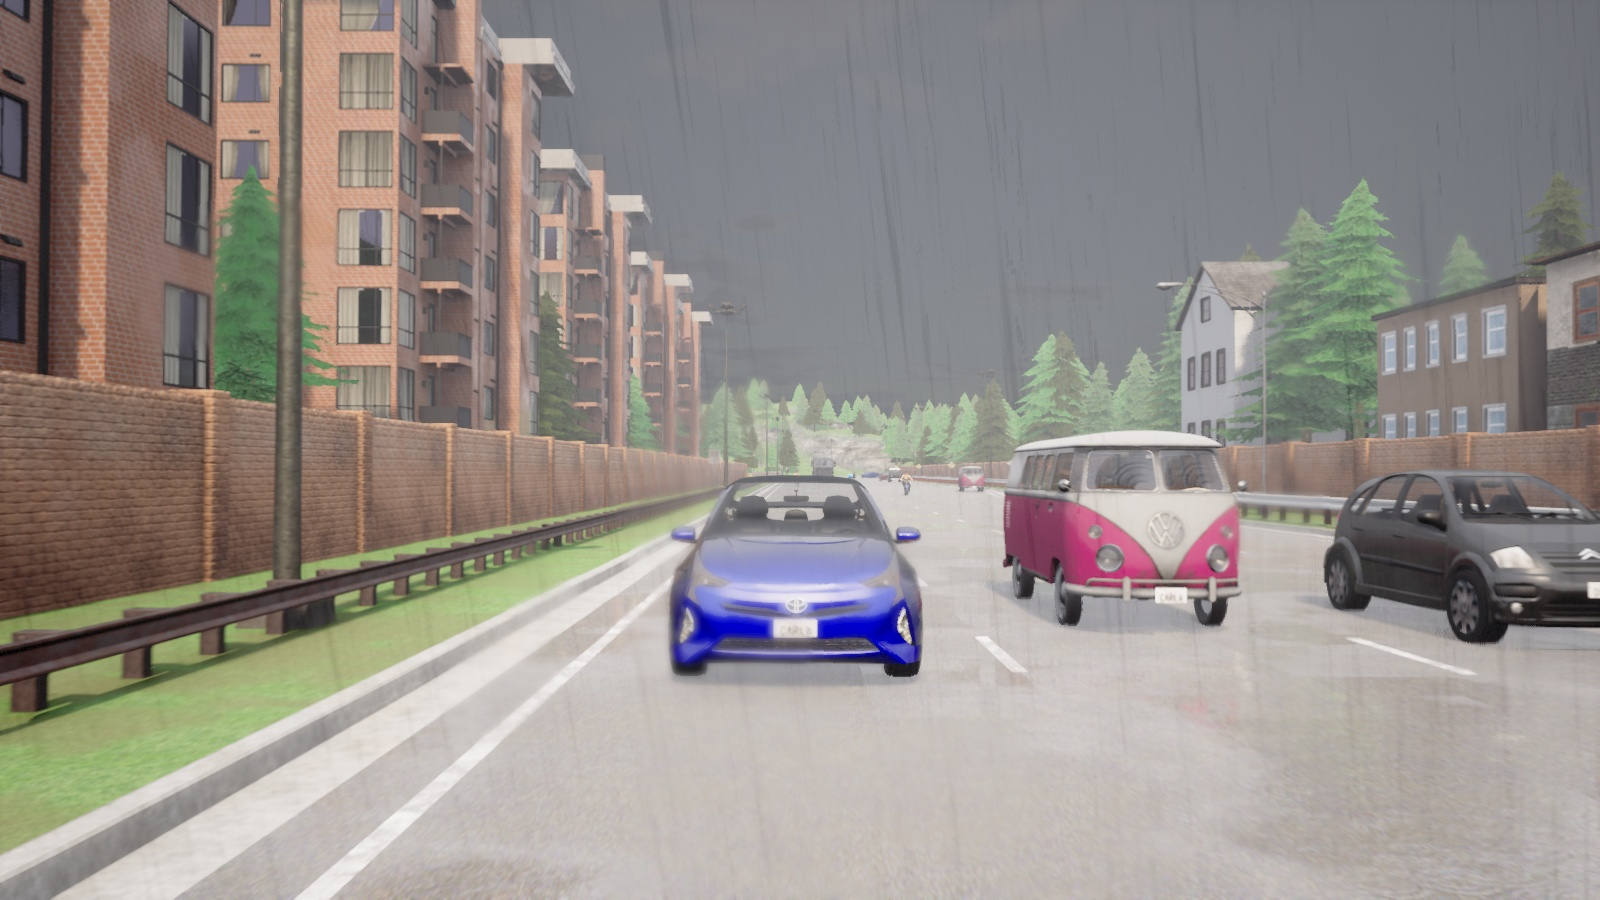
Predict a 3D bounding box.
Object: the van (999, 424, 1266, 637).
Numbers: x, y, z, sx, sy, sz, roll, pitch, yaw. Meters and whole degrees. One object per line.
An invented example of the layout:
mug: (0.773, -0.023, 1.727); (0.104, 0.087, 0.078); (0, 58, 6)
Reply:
van: (3.465, 0.787, 13.977); (1.775, 1.987, 4.442); (0, -1, 0)

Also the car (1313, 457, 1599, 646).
car: (6.968, 0.899, 12.768); (1.851, 1.617, 3.988); (0, -1, 0)

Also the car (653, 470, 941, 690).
car: (-0.027, 0.947, 11.039); (2.007, 1.525, 4.514); (0, -1, 0)

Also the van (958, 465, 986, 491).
van: (13.253, 2.140, 97.091); (1.775, 1.987, 4.442); (0, -1, 3)
